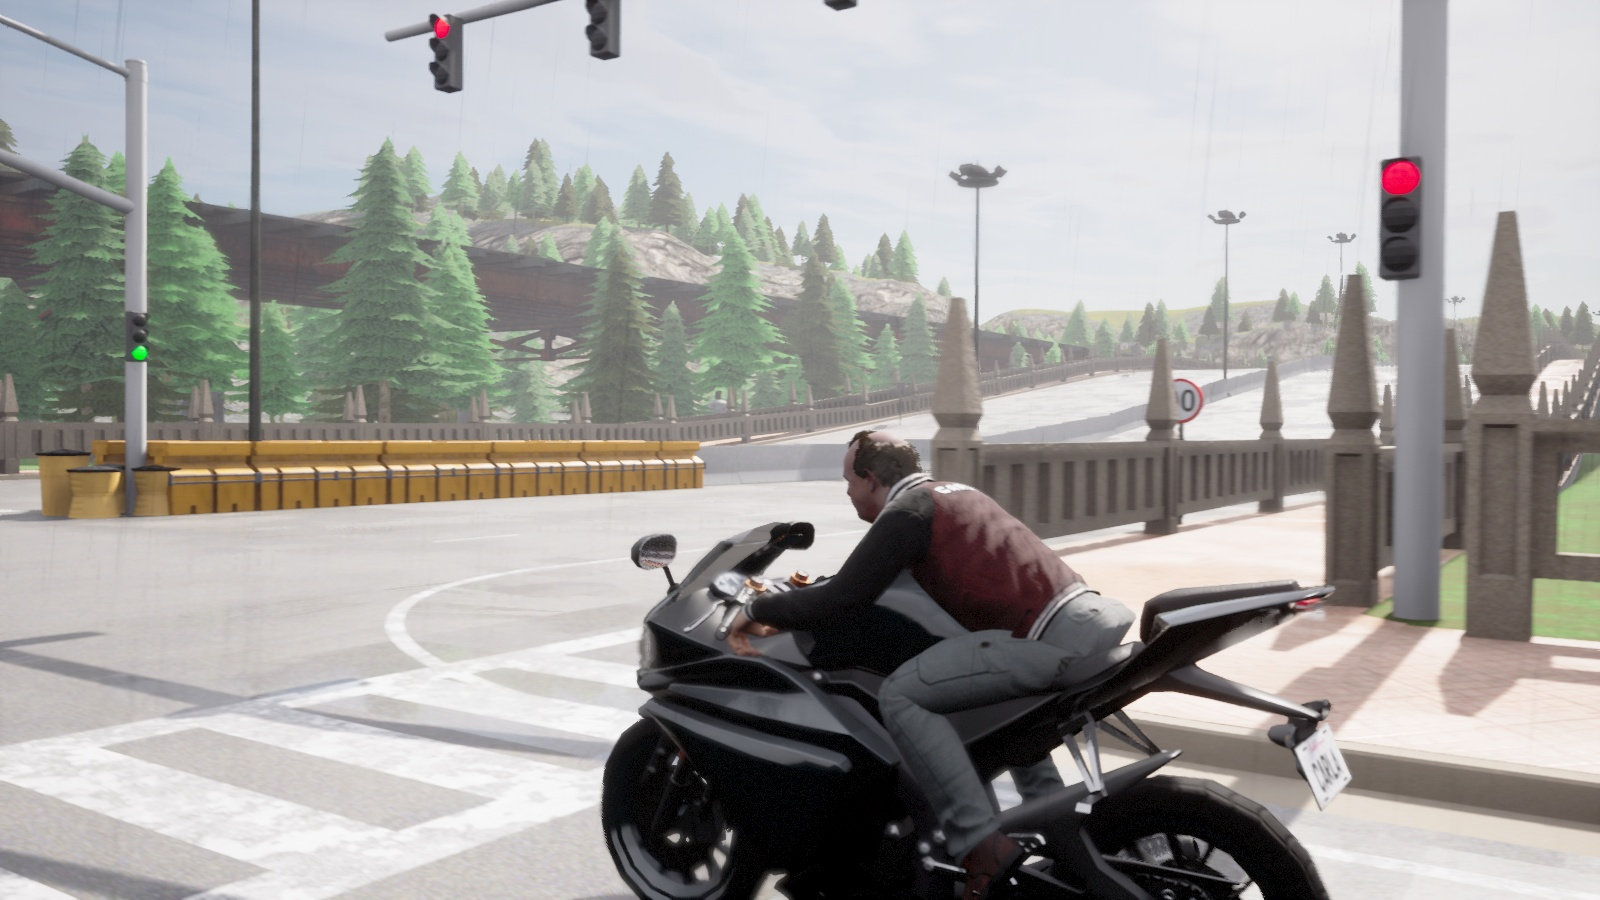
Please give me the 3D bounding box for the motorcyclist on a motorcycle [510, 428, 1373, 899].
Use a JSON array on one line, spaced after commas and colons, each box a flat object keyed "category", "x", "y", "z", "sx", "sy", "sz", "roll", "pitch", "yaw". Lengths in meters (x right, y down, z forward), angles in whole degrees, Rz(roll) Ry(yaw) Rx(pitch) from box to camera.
[{"category": "motorcyclist on a motorcycle", "x": 0.304, "y": 0.719, "z": 3.448, "sx": 2.191, "sy": 1.530, "sz": 0.866, "roll": 0, "pitch": 1, "yaw": 34}]
